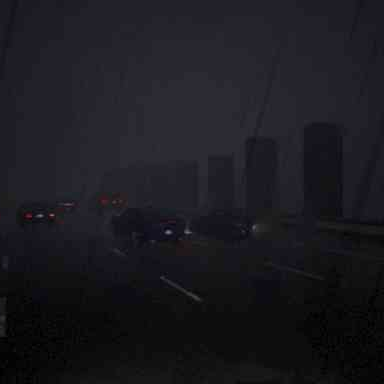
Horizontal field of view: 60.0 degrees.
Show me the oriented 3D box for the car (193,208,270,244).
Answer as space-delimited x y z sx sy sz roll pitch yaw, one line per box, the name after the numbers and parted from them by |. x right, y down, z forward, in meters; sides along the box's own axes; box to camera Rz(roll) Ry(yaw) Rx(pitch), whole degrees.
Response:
1.594 1.432 15.214 1.994 1.385 4.181 0 1 -29 | car

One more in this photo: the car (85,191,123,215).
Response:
-8.288 0.968 31.148 2.150 2.045 5.566 0 0 -34 | car

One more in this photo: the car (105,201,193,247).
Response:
-2.112 1.356 14.657 1.882 1.535 5.008 0 1 -30 | car

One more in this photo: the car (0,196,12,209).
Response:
-21.009 1.195 36.654 1.882 1.535 5.008 0 0 -38 | car

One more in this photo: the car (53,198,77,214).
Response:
-11.927 1.251 30.236 2.128 1.511 4.902 0 1 -34 | car

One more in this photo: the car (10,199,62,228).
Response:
-9.926 1.383 20.947 2.033 1.411 5.357 0 1 -32 | car
